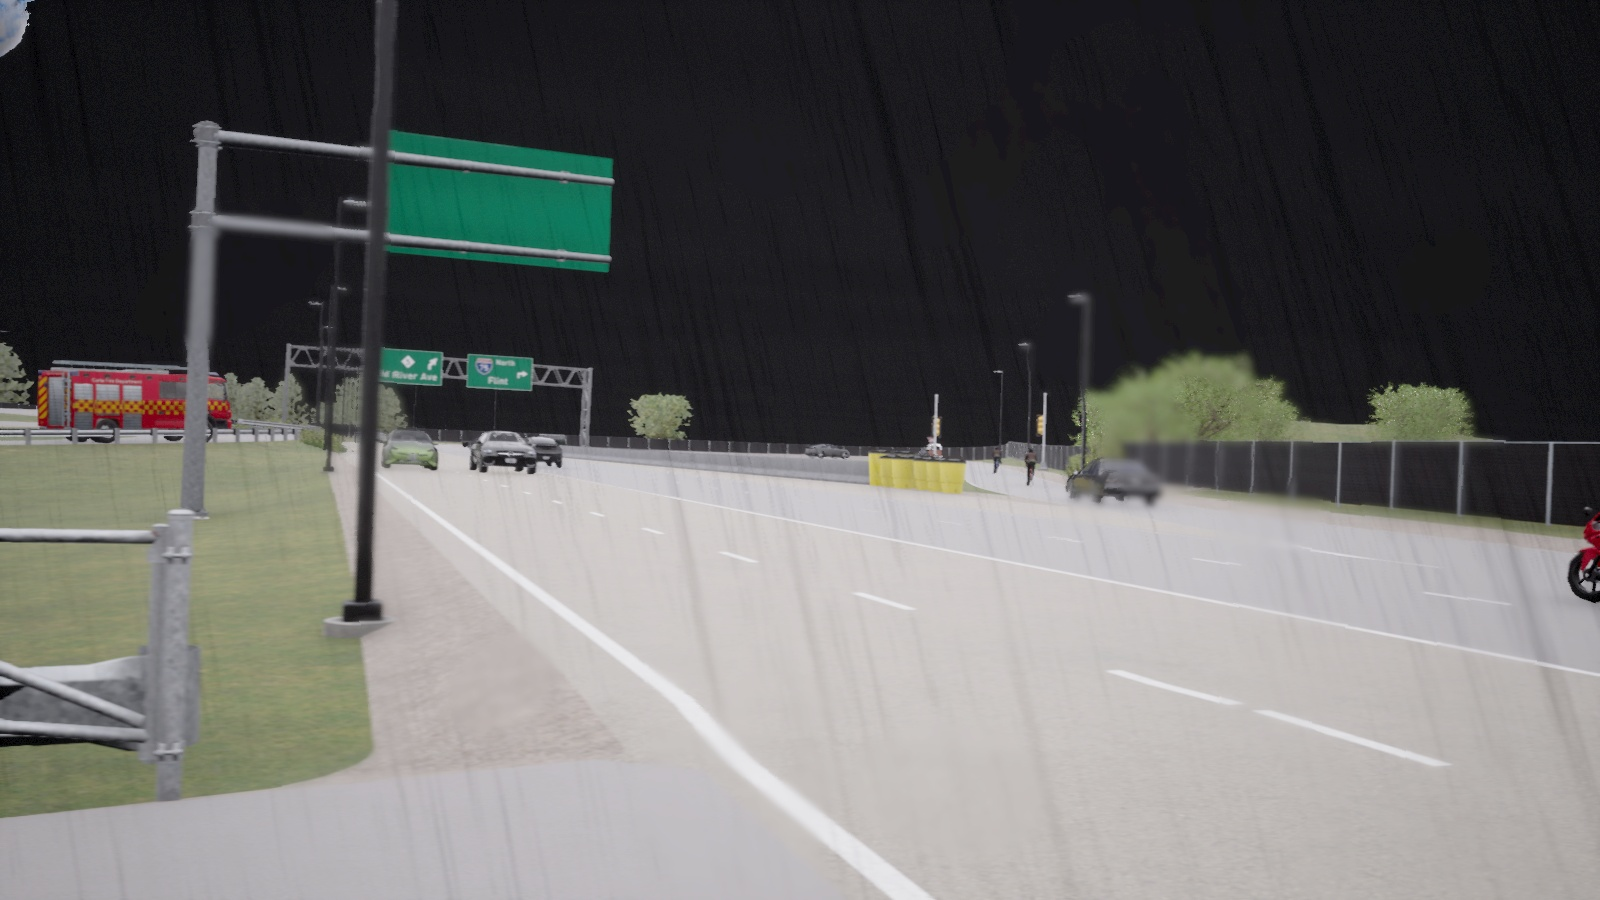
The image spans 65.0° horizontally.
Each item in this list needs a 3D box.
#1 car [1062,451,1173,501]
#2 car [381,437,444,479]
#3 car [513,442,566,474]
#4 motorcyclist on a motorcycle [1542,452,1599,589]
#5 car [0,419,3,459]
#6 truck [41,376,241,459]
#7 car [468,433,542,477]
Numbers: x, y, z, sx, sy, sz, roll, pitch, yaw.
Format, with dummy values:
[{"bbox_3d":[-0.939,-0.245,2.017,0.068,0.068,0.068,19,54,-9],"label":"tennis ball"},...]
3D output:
[{"bbox_3d":[9.928,0.774,39.731,2.033,1.411,5.357,1,0,-1],"label":"car"},{"bbox_3d":[-15.061,0.271,48.635,2.007,1.525,4.514,1,0,-21],"label":"car"},{"bbox_3d":[-13.138,0.373,63.171,1.837,1.490,4.892,1,0,-21],"label":"car"},{"bbox_3d":[9.466,0.810,13.860,0.797,1.523,2.044,3,-1,-27],"label":"motorcyclist on a motorcycle"},{"bbox_3d":[-38.750,-0.424,56.371,1.932,1.855,4.605,0,2,28],"label":"car"},{"bbox_3d":[-32.266,-1.597,61.922,2.891,3.827,8.468,1,2,30],"label":"truck"},{"bbox_3d":[-11.760,0.173,49.808,2.152,1.651,5.027,1,0,-21],"label":"car"}]
